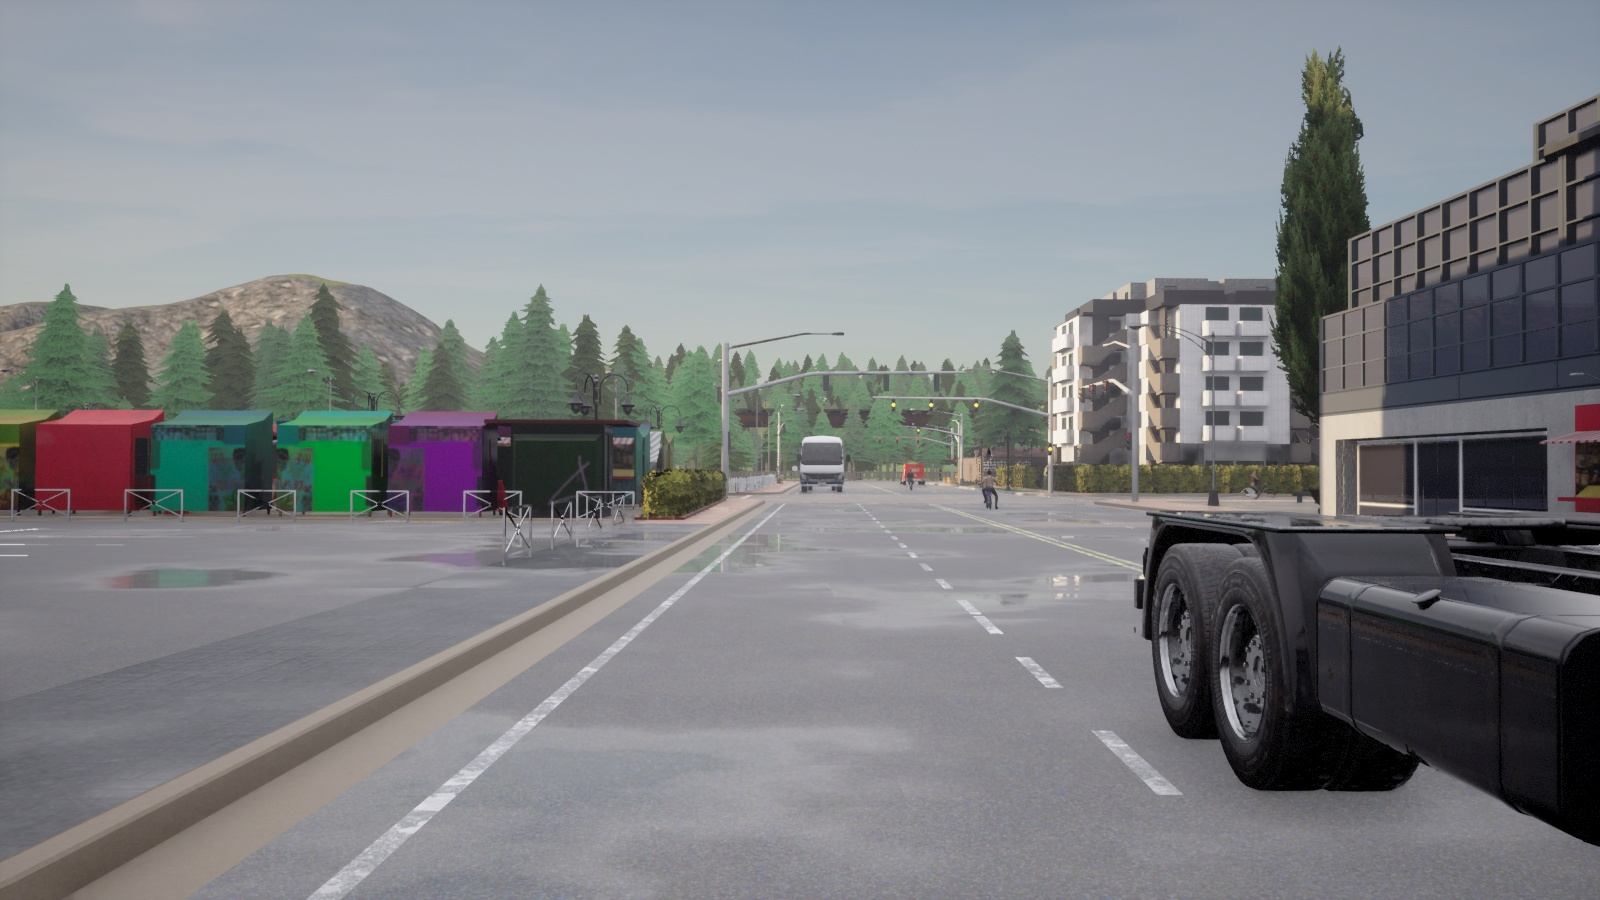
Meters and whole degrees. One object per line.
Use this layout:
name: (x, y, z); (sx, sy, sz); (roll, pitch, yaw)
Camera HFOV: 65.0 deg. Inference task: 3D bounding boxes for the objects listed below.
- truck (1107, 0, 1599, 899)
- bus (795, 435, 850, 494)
truck: (3.537, -0.102, 4.747); (2.891, 3.462, 7.936); (0, -1, 1)
bus: (1.699, 1.041, 96.124); (3.944, 4.253, 10.273); (0, 0, 1)
